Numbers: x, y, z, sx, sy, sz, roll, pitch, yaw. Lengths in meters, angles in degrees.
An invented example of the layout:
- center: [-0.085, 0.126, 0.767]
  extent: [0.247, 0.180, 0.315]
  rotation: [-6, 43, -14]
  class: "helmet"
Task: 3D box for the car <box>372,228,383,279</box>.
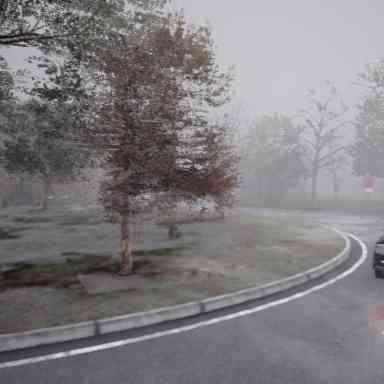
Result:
- center: [6.342, 1.470, 9.126]
  extent: [2.128, 1.511, 4.902]
  rotation: [1, 1, 39]
  class: "car"
